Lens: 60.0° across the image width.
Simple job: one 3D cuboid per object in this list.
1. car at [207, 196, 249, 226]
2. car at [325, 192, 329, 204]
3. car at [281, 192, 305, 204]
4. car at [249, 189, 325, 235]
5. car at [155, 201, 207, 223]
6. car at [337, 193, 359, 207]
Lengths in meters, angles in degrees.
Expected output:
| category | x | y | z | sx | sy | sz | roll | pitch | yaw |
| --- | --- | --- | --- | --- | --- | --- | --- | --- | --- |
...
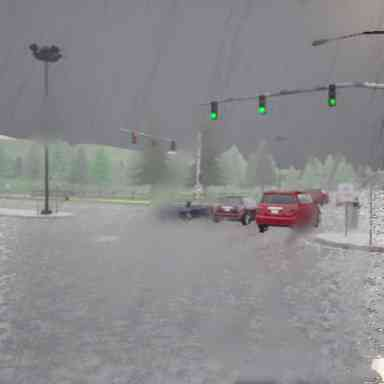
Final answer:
| category | x | y | z | sx | sy | sz | roll | pitch | yaw |
| --- | --- | --- | --- | --- | --- | --- | --- | --- | --- |
| car | 3.102 | 1.004 | 20.652 | 2.097 | 1.767 | 4.553 | 1 | 1 | 31 |
| car | 15.600 | 0.584 | 41.479 | 2.150 | 2.045 | 5.566 | 1 | 1 | 31 |
| car | 13.817 | 0.763 | 45.317 | 1.882 | 1.535 | 5.008 | 1 | 1 | 31 |
| car | 5.090 | 0.946 | 17.160 | 2.150 | 2.045 | 5.566 | 1 | 1 | 31 |
| car | -0.289 | 1.213 | 21.809 | 1.895 | 1.301 | 4.718 | 1 | 1 | 31 |
| car | 18.855 | 0.758 | 40.106 | 2.097 | 1.767 | 4.553 | 1 | 1 | 31 |
